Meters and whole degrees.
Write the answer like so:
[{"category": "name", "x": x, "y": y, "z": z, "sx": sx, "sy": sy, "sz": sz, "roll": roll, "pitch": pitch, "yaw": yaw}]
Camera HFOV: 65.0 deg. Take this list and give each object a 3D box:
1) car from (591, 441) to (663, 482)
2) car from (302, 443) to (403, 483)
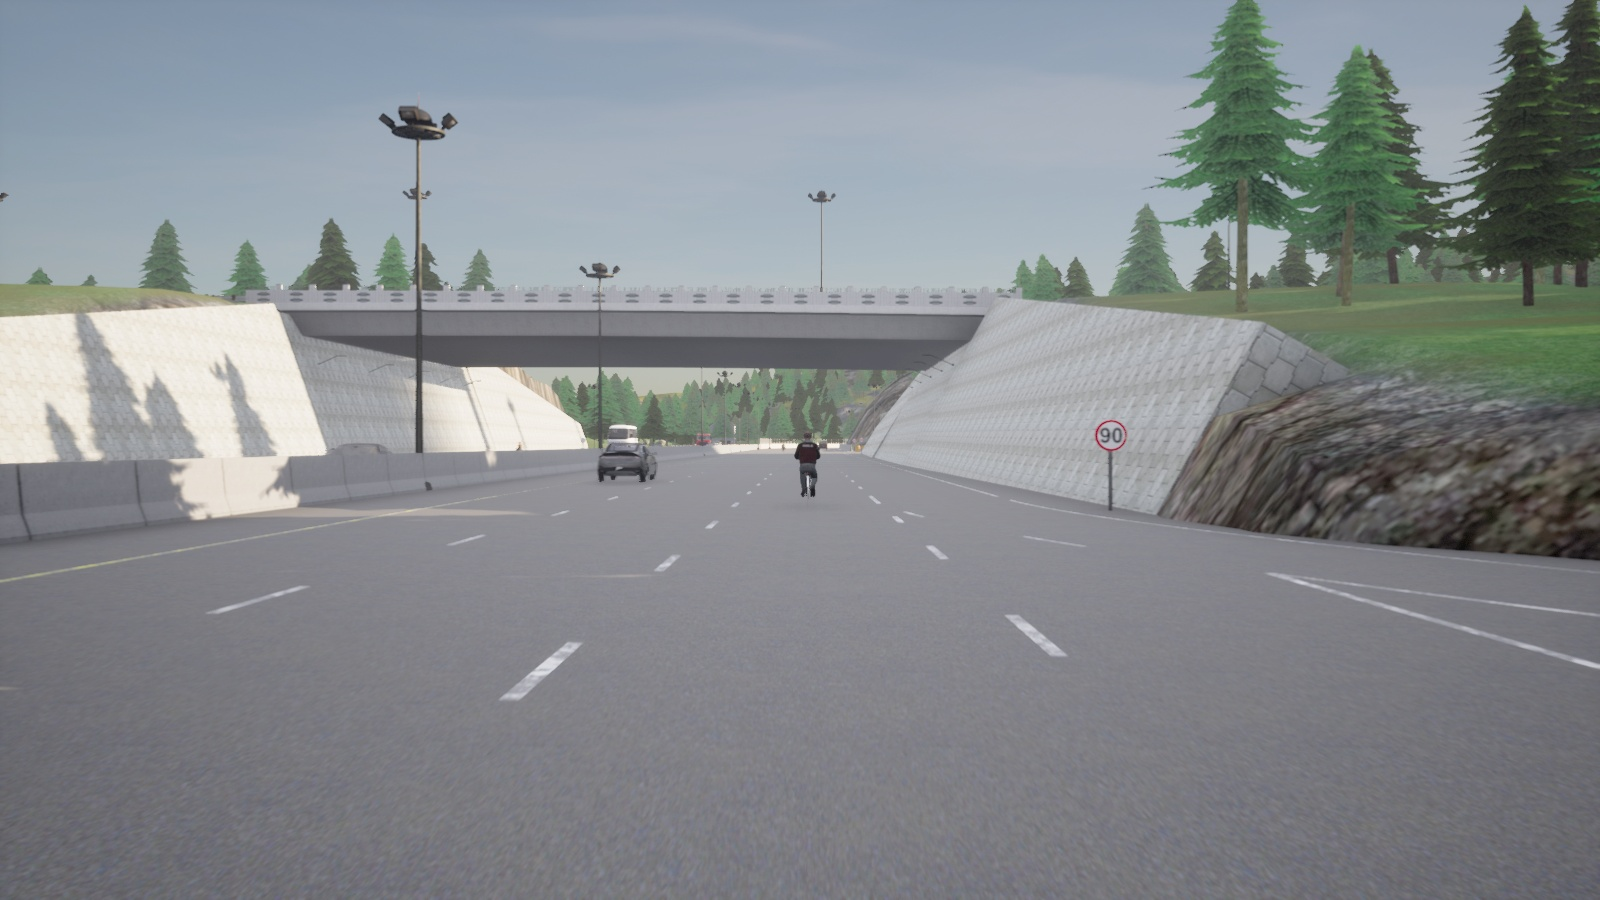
[{"category": "car", "x": -6.705, "y": 0.420, "z": 49.209, "sx": 2.128, "sy": 1.511, "sz": 4.902, "roll": 0, "pitch": 0, "yaw": 0}, {"category": "car", "x": -17.208, "y": 0.458, "z": 48.590, "sx": 2.163, "sy": 1.488, "sz": 4.792, "roll": 0, "pitch": 0, "yaw": 0}]
